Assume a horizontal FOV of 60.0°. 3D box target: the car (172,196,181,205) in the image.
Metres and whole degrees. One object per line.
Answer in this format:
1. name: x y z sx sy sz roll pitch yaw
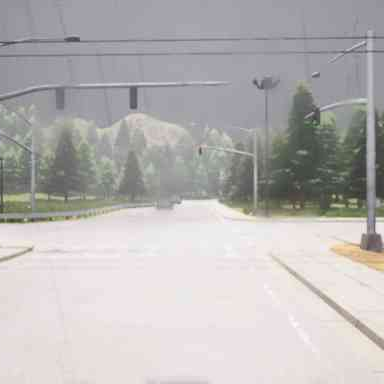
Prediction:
1. car: -3.181 1.519 63.635 2.097 1.767 4.553 0 0 2

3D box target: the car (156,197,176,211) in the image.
1. car: -3.501 1.686 43.279 1.994 1.385 4.181 0 0 0
